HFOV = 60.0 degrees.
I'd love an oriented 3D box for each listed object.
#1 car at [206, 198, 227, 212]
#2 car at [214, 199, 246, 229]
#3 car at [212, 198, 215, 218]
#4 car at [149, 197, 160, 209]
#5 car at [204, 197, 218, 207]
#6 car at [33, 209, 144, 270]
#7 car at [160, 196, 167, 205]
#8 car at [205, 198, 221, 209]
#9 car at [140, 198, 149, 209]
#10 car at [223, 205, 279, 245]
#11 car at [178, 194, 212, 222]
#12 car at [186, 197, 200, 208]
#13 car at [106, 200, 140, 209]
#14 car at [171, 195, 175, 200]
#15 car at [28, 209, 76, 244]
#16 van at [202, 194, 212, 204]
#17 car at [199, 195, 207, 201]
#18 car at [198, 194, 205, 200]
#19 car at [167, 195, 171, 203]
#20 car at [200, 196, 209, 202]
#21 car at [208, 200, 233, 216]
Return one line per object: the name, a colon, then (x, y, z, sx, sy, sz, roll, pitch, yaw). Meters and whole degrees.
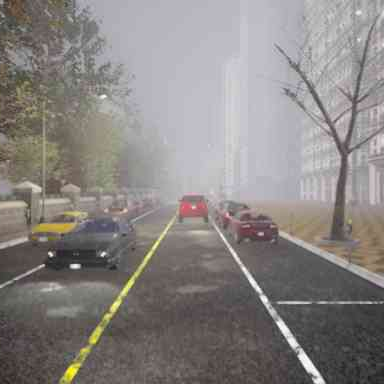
car: (2.706, 1.468, 37.804, 2.008, 1.369, 4.403, 0, 0, 0)
car: (2.700, 1.390, 20.908, 1.967, 1.590, 4.097, 0, 0, 0)
car: (2.702, 1.379, 26.540, 1.967, 1.590, 4.097, 0, 0, 0)
car: (-5.672, 1.452, 43.440, 1.887, 1.381, 4.507, 0, 0, 0)
car: (2.711, 1.479, 49.069, 1.802, 1.307, 4.206, 0, 0, 0)
car: (-2.996, 1.520, 11.199, 2.033, 1.411, 5.357, 0, 0, 0)
car: (-5.668, 1.434, 54.705, 1.887, 1.381, 4.507, 0, 0, 0)
car: (2.708, 1.489, 43.437, 1.802, 1.307, 4.206, 0, 0, 0)
car: (-5.677, 1.473, 32.176, 1.887, 1.381, 4.507, 0, 0, 0)
car: (2.697, 1.507, 15.277, 1.887, 1.381, 4.507, 0, 0, 0)
car: (0.111, 1.164, 25.619, 2.150, 2.045, 5.566, 0, 0, 0)
car: (0.120, 1.405, 46.073, 1.837, 1.490, 4.892, 0, 0, 0)
car: (-5.678, 1.380, 26.543, 1.967, 1.590, 4.097, 0, 0, 0)
car: (-5.652, 1.418, 94.131, 1.947, 1.339, 4.313, 0, 0, 0)
car: (-5.683, 1.489, 15.110, 1.752, 1.417, 4.829, 0, 0, 0)
van: (2.715, 1.223, 60.334, 1.690, 1.788, 3.998, 0, 0, 0)
car: (2.724, 1.442, 82.863, 1.802, 1.307, 4.206, 0, 0, 0)
car: (2.729, 1.292, 94.128, 1.967, 1.590, 4.097, 0, 0, 0)
car: (-5.663, 1.402, 65.800, 1.752, 1.417, 4.829, 0, 0, 0)
car: (2.719, 1.452, 71.598, 1.802, 1.307, 4.206, 0, 0, 0)
car: (2.703, 1.479, 32.172, 2.008, 1.369, 4.403, 0, 0, 0)
